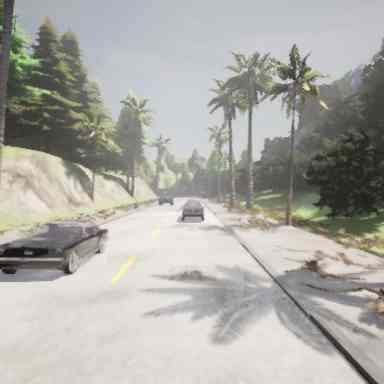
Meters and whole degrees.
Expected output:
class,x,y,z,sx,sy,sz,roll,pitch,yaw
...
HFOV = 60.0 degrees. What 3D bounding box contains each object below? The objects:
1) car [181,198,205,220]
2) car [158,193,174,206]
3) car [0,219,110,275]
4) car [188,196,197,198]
class,x,y,z,sx,sy,sz,roll,pitch,yaw
car,0.090,1.483,27.430,2.033,1.411,5.357,0,0,0
car,-4.025,1.102,52.731,2.150,2.045,5.566,0,0,1
car,-4.090,1.576,10.537,1.895,1.301,4.718,0,0,0
car,0.116,1.457,61.366,1.895,1.301,4.718,0,0,0
